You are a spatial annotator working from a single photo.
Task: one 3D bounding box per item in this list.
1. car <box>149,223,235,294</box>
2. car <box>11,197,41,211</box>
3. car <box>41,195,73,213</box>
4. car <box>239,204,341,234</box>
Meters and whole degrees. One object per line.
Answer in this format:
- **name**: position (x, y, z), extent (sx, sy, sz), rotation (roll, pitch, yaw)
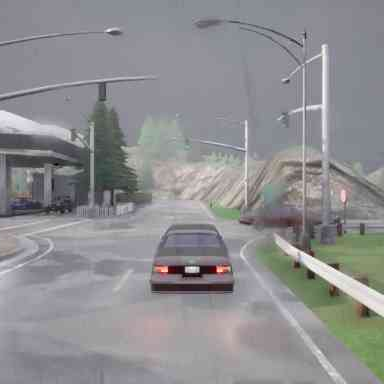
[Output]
- **car**: position (0.003, 1.548, 8.938), extent (2.033, 1.411, 5.357), rotation (0, 0, 0)
- **car**: position (-20.224, 1.484, 40.802), extent (2.242, 1.667, 4.611), rotation (0, 0, -1)
- **car**: position (-14.519, 1.317, 36.523), extent (1.905, 1.878, 3.866), rotation (0, 0, -1)
- **car**: position (5.230, 1.383, 18.171), extent (5.357, 1.411, 2.033), rotation (-1, 0, 38)
